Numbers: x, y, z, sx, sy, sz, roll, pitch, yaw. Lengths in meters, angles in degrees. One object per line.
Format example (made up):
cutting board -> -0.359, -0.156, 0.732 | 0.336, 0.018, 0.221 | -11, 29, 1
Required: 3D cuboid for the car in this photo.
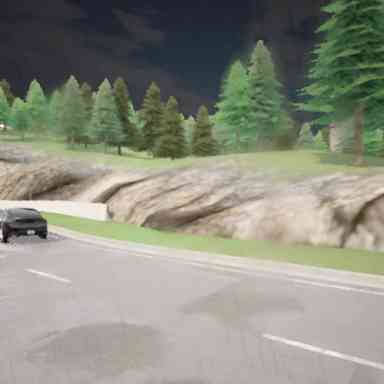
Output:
car -> -8.608, 1.499, 16.353 | 1.837, 1.490, 4.892 | -1, 1, -41
